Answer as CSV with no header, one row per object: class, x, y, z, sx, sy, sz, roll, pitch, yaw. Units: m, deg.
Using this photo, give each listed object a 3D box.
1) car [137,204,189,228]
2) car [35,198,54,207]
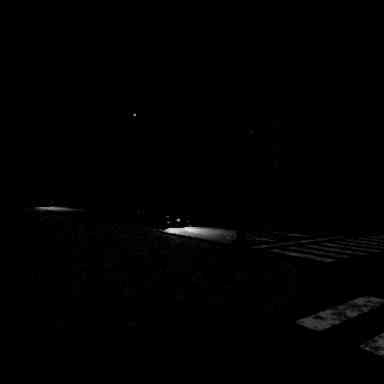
car,-1.982,1.519,21.989,1.994,1.385,4.181,1,0,-36
car,-22.309,1.571,50.293,1.895,1.301,4.718,1,0,-36
